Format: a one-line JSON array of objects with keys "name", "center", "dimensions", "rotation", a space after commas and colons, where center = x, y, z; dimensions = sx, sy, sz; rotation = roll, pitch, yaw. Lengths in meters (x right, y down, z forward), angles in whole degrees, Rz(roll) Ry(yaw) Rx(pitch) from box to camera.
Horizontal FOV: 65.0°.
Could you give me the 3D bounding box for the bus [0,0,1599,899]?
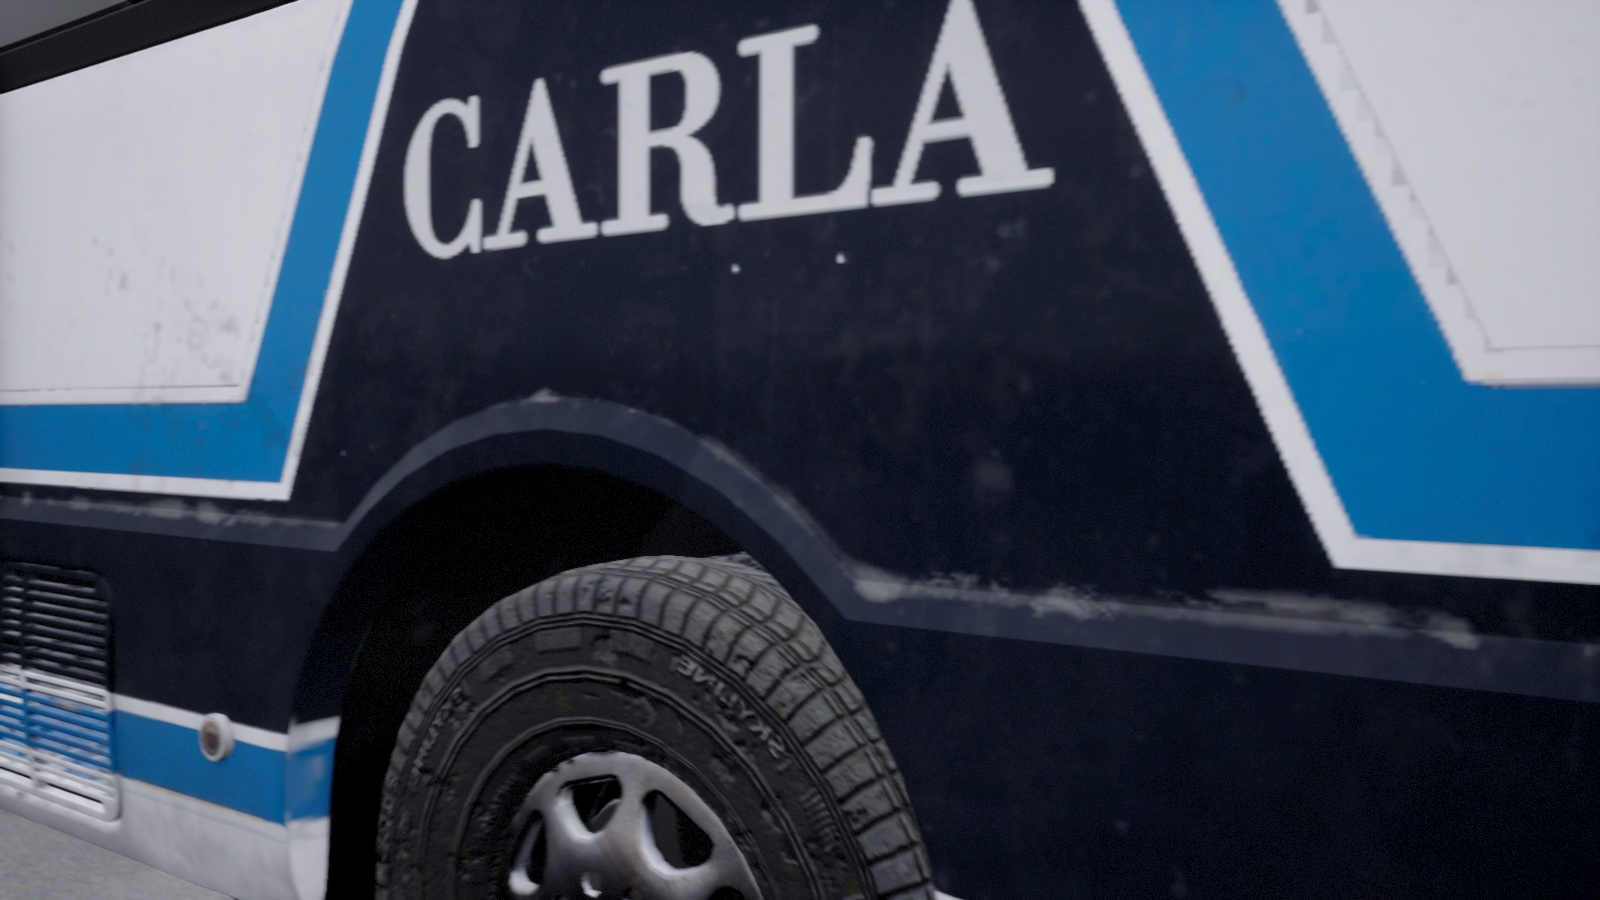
[{"name": "bus", "center": [-1.692, -0.694, 4.766], "dimensions": [10.273, 4.253, 3.944], "rotation": [0, 2, 35]}]
